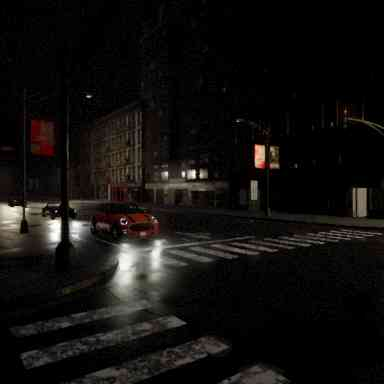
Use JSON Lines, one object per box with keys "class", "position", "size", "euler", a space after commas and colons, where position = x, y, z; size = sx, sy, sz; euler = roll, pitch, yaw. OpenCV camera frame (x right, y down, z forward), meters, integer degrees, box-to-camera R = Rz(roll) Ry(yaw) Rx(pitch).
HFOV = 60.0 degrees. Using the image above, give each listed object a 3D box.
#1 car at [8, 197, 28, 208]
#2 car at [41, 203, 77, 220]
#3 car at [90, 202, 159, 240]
{"class": "car", "position": [-23.766, 1.414, 45.413], "size": [1.812, 1.442, 4.674], "euler": [0, 0, -35]}
{"class": "car", "position": [-11.020, 1.552, 27.510], "size": [1.895, 1.301, 4.718], "euler": [0, 0, -36]}
{"class": "car", "position": [-3.557, 1.342, 17.113], "size": [2.097, 1.767, 4.553], "euler": [0, 0, -36]}
